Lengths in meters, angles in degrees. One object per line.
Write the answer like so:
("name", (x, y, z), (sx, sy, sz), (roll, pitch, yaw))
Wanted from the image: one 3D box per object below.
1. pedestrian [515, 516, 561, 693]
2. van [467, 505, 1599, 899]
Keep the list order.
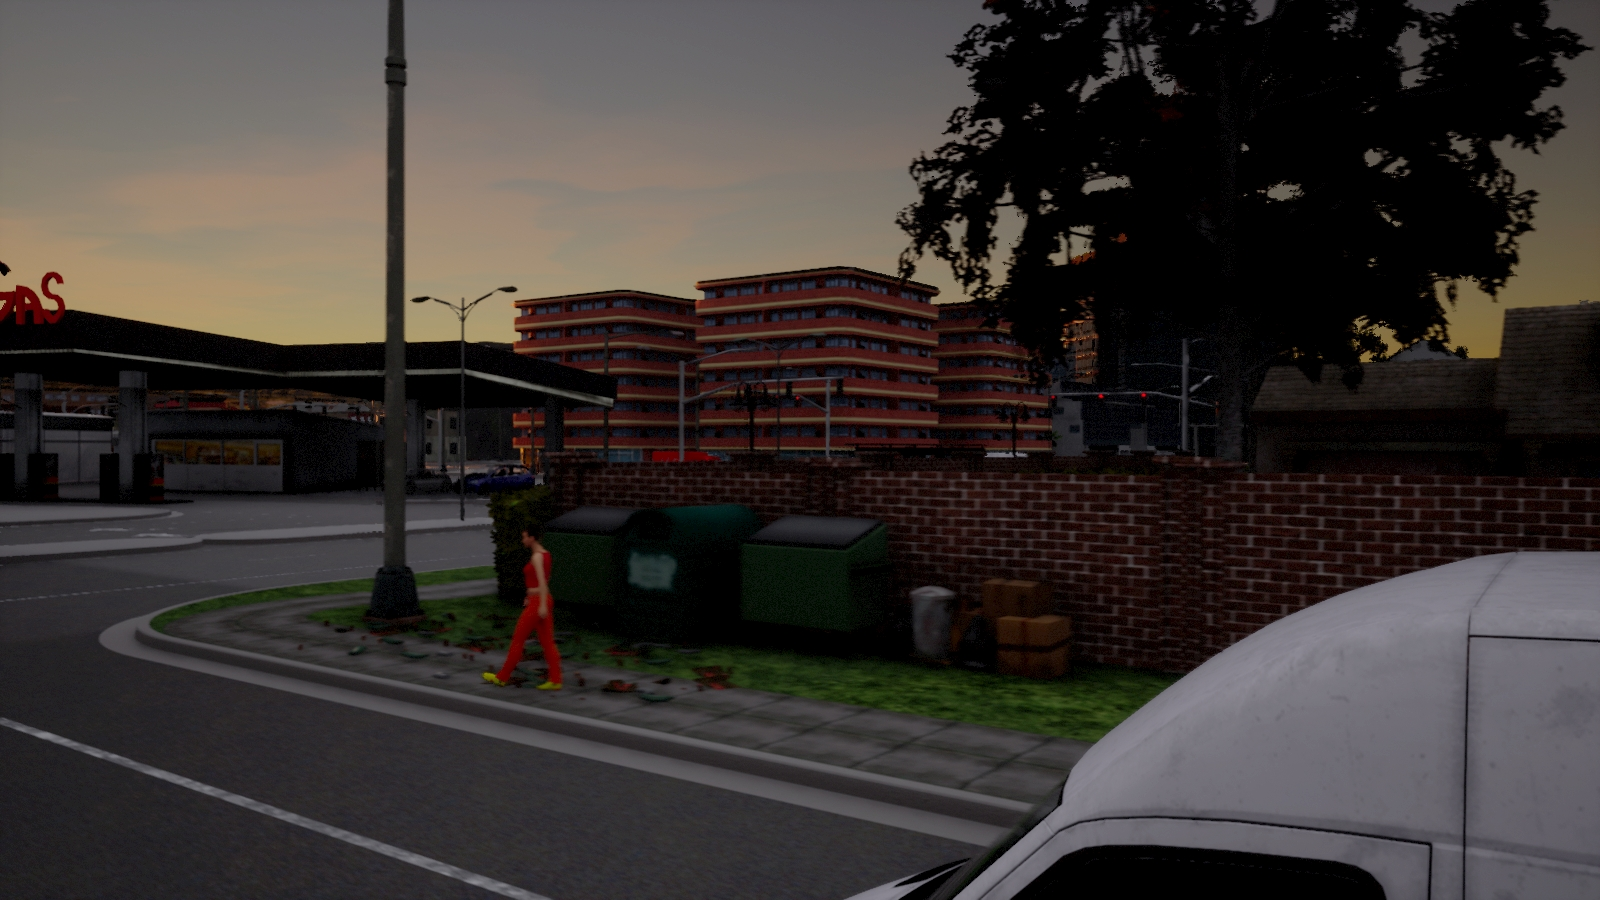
("pedestrian", (-2.831, 1.652, 12.357), (0.375, 1.860, 0.375), (0, 0, 6))
("van", (2.055, 1.521, 2.341), (5.915, 2.561, 1.988), (0, 0, 35))
